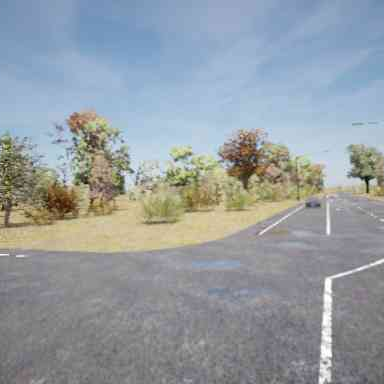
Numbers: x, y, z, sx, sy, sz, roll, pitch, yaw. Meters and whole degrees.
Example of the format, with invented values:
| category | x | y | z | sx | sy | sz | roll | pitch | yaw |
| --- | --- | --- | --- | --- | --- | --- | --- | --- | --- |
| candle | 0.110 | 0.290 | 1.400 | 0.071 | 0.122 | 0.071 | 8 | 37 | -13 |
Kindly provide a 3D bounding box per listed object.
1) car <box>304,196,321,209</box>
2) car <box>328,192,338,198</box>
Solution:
| category | x | y | z | sx | sy | sz | roll | pitch | yaw |
| --- | --- | --- | --- | --- | --- | --- | --- | --- | --- |
| car | 15.830 | 1.336 | 43.540 | 1.882 | 1.535 | 5.008 | -3 | -1 | 22 |
| car | 37.353 | 0.755 | 87.999 | 2.097 | 1.767 | 4.553 | -3 | -1 | 26 |
